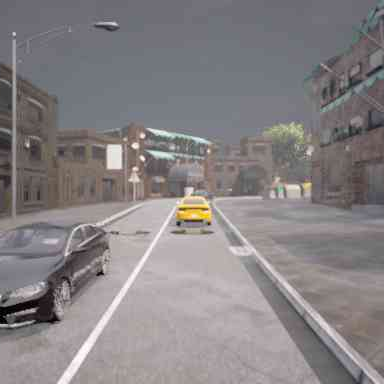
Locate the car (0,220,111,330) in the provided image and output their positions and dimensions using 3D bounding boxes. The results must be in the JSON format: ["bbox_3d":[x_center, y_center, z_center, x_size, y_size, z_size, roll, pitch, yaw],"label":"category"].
[{"bbox_3d":[-3.098,1.420,7.134,2.128,1.511,4.902,0,1,0],"label":"car"}]

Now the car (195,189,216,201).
[{"bbox_3d":[1.309,0.407,38.487,2.033,1.411,5.357,0,1,17],"label":"car"}]

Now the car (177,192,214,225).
[{"bbox_3d":[0.092,1.007,19.943,1.882,1.535,5.008,0,2,0],"label":"car"}]
